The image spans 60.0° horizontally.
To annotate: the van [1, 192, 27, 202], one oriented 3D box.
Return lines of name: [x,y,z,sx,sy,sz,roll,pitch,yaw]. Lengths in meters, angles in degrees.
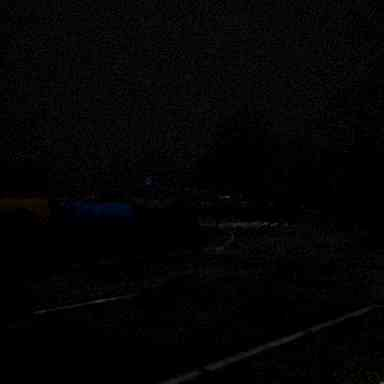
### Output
van: [-37.544,1.056,70.122,1.878,1.987,4.442,1,-1,35]

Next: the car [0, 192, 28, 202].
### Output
car: [-39.158,1.034,72.676,2.435,2.045,5.566,0,-1,35]

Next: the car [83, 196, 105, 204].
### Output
car: [-23.379,1.874,79.656,2.185,1.767,4.553,2,-2,35]

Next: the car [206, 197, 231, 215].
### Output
car: [4.169,1.865,39.900,2.185,1.767,4.553,1,-2,35]

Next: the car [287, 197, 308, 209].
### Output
car: [11.767,1.321,41.089,1.895,1.301,4.718,3,2,-35]

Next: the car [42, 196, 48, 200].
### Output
car: [-12.178,1.155,33.745,2.185,1.767,4.553,0,-1,35]

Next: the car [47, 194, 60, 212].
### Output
car: [-10.476,1.282,31.334,2.231,1.521,4.892,0,-1,35]

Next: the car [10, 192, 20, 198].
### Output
car: [-24.077,1.276,50.621,1.946,1.575,5.366,1,-1,35]

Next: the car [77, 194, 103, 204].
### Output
car: [-25.128,1.745,82.092,2.435,2.045,5.566,2,-2,35]

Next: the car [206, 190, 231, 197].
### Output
car: [4.251,0.269,52.060,1.882,1.535,5.008,3,2,-34]

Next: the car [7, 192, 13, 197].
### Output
car: [-30.747,1.159,60.474,2.185,1.767,4.553,0,-1,35]

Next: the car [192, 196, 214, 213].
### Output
car: [2.485,1.869,42.429,2.185,1.767,4.553,2,-2,35]

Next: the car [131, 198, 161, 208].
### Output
car: [-7.905,1.996,57.292,2.231,1.521,4.892,1,-2,35]

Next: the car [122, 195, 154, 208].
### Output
car: [-9.625,1.743,59.758,2.435,2.045,5.566,2,-2,35]

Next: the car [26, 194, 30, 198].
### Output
car: [-17.237,1.311,41.030,2.163,1.488,4.792,1,-1,35]

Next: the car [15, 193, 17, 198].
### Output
car: [-22.292,1.284,48.350,2.097,1.535,5.008,1,-1,35]

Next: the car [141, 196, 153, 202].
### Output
car: [-6.134,1.746,54.843,2.435,2.045,5.566,1,-2,35]

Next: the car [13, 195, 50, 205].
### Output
car: [-25.657,1.315,53.233,2.163,1.488,4.792,0,-1,35]

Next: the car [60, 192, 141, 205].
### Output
car: [-7.099,1.028,26.455,2.435,2.045,5.566,1,-1,35]

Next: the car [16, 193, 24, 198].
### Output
car: [-20.701,1.276,45.762,1.946,1.575,5.366,1,-1,35]

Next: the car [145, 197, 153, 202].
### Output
car: [-4.458,2.022,52.302,2.163,1.488,4.792,2,-2,35]

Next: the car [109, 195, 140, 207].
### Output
car: [-13.036,1.747,64.771,2.435,2.045,5.566,1,-2,35]

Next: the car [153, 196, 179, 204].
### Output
car: [-2.718,1.742,49.830,2.435,2.045,5.566,2,-2,35]

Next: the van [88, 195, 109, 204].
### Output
van: [-21.611,1.778,77.252,1.878,1.987,4.442,1,-2,35]

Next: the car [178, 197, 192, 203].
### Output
car: [0.753,1.869,44.912,2.185,1.767,4.553,2,-2,35]

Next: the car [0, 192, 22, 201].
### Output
car: [-44.240,1.031,79.913,2.435,2.045,5.566,1,-1,35]

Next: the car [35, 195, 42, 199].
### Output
car: [-13.749,1.283,36.352,1.946,1.575,5.366,0,-1,35]

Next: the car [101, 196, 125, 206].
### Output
car: [-16.526,1.870,69.683,2.185,1.767,4.553,1,-2,35]

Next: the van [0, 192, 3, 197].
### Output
van: [-35.857,1.057,67.691,1.878,1.987,4.442,1,-1,35]

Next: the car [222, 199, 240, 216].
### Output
car: [5.913,1.993,37.441,2.231,1.521,4.892,2,-2,35]

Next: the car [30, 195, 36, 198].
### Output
car: [-15.535,1.283,38.621,2.231,1.521,4.892,0,-1,35]

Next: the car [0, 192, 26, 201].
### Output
car: [-40.845,1.034,75.107,2.435,2.045,5.566,0,-1,35]

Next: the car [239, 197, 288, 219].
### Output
car: [7.651,1.742,34.991,2.435,2.045,5.566,1,-2,35]

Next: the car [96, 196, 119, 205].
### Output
car: [-18.261,1.870,72.166,2.185,1.767,4.553,1,-2,35]

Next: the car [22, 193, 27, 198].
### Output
car: [-18.906,1.283,43.482,2.097,1.535,5.008,0,-1,35]

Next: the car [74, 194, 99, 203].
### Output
car: [-26.841,1.746,84.628,2.435,2.045,5.566,1,-2,35]
